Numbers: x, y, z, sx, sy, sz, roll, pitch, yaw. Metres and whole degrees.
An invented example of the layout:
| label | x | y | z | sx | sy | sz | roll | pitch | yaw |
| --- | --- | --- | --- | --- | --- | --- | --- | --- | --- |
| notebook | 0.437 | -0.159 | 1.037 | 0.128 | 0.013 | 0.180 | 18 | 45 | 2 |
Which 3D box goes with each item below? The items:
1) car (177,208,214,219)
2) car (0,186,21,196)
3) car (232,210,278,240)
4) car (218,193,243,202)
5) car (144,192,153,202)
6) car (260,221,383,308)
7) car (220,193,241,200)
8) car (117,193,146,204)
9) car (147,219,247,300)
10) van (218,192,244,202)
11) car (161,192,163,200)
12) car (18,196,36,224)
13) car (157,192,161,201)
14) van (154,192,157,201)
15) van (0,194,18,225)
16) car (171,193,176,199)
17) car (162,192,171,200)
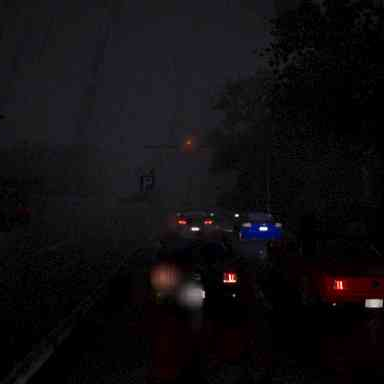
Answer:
| label | x | y | z | sx | sy | sz | roll | pitch | yaw |
| --- | --- | --- | --- | --- | --- | --- | --- | --- | --- |
| car | 0.173 | 1.551 | 17.480 | 1.812 | 1.442 | 4.674 | 0 | 0 | 1 |
| car | -28.159 | 0.135 | 52.255 | 2.002 | 1.452 | 4.674 | 6 | -3 | -19 |
| car | 3.165 | 1.587 | 16.635 | 1.994 | 1.385 | 4.181 | 0 | 0 | 1 |
| car | 7.674 | 1.139 | 66.947 | 4.553 | 1.767 | 2.185 | 1 | 0 | -14 |
| car | -10.793 | 1.313 | 64.377 | 5.366 | 1.575 | 1.946 | -1 | 0 | -15 |
| car | 3.121 | 1.611 | 7.887 | 1.895 | 1.301 | 4.718 | 0 | 0 | 0 |
| car | 9.467 | 1.126 | 81.646 | 4.553 | 1.767 | 2.185 | 1 | 0 | -12 |
| car | -11.438 | 1.356 | 61.385 | 4.792 | 1.488 | 2.163 | -1 | 0 | -15 |
| car | 0.111 | 1.612 | 8.378 | 1.895 | 1.301 | 4.718 | 0 | 0 | 0 |
| van | 7.290 | 1.040 | 63.977 | 4.442 | 1.987 | 1.878 | 1 | 0 | -14 |
| car | -9.632 | 1.357 | 76.335 | 4.674 | 1.452 | 2.002 | -1 | 0 | -13 |
| car | -13.625 | 1.402 | 23.579 | 4.553 | 1.767 | 2.185 | -1 | 0 | -19 |
| car | -10.005 | 1.319 | 73.340 | 4.892 | 1.521 | 2.231 | -1 | 0 | -14 |
| van | -10.233 | 1.090 | 70.369 | 4.442 | 1.987 | 1.878 | -1 | 0 | -14 |
| van | -13.600 | 1.296 | 20.601 | 4.442 | 1.987 | 1.878 | -1 | 0 | -19 |
| car | -7.993 | 1.062 | 88.325 | 5.566 | 2.045 | 2.435 | -1 | 0 | -12 |
| car | -8.444 | 1.354 | 85.319 | 4.674 | 1.452 | 2.002 | -1 | 0 | -12 |
